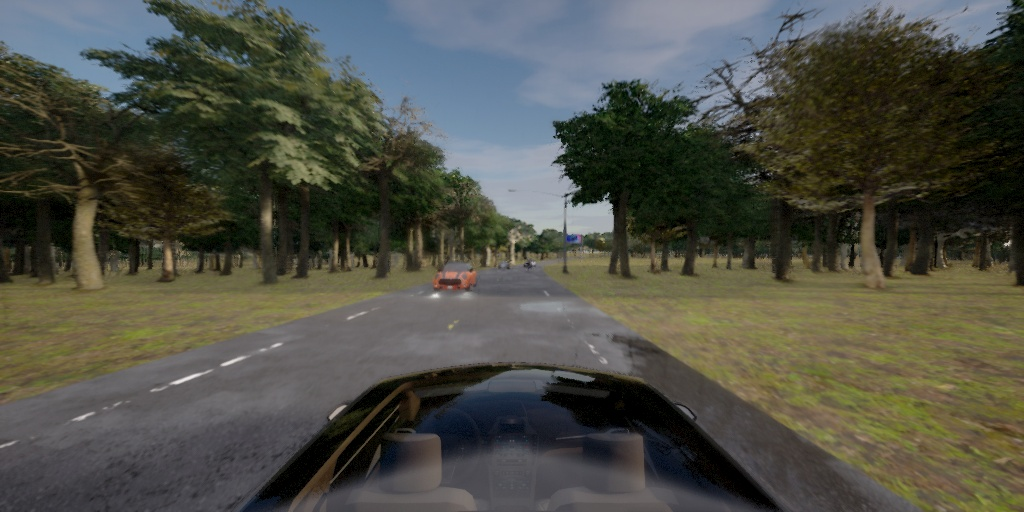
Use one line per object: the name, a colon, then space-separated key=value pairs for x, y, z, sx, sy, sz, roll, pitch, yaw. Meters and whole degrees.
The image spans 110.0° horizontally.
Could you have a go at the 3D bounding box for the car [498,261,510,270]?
car: x=-1.353 y=1.662 z=63.418 sx=2.128 sy=1.511 sz=4.902 roll=0 pitch=-1 yaw=4

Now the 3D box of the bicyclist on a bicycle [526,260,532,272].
bicyclist on a bicycle: x=2.359 y=1.441 z=51.414 sx=0.659 sy=1.776 sz=1.843 roll=0 pitch=0 yaw=3

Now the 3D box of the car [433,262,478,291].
car: x=-3.363 y=1.153 z=21.950 sx=2.097 sy=1.767 sz=4.553 roll=0 pitch=0 yaw=1
